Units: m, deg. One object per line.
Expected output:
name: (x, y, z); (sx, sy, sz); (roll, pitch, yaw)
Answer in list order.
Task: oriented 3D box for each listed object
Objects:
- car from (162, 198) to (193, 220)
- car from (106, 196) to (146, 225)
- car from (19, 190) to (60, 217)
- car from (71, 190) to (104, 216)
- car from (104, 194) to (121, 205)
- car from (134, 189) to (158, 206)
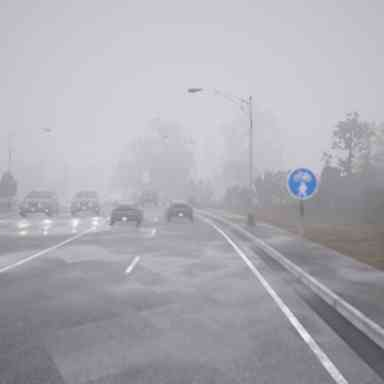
car: (-1.066, 1.225, 24.785); (1.837, 1.490, 4.892); (0, 1, -8)
car: (-4.174, 1.260, 21.660); (1.837, 1.490, 4.892); (0, 1, -6)
car: (-12.200, 0.867, 26.993); (2.150, 2.045, 5.566); (0, 1, -12)
car: (-8.993, 0.857, 28.583); (2.150, 2.045, 5.566); (0, 1, -13)
car: (-9.755, 0.969, 41.800); (1.812, 1.442, 4.674); (0, 1, -25)
car: (-5.943, 0.695, 41.976); (2.150, 2.045, 5.566); (0, 1, -23)
